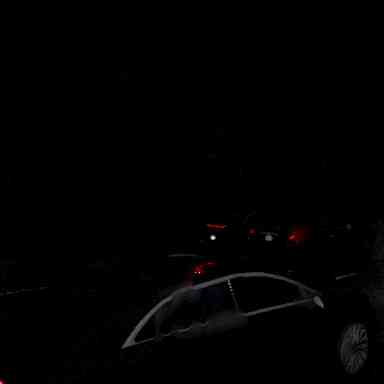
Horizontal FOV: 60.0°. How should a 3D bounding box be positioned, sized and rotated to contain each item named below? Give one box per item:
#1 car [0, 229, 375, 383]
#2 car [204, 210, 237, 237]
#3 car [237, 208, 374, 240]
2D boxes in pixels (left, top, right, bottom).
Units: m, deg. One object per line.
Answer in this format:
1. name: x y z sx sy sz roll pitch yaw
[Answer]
1. car: 0.258 1.495 3.922 4.902 1.511 2.128 0 0 -35
2. car: 2.773 1.515 14.267 4.892 1.490 1.837 0 0 -35
3. car: 3.943 1.361 10.806 4.553 1.767 2.097 0 0 -35
